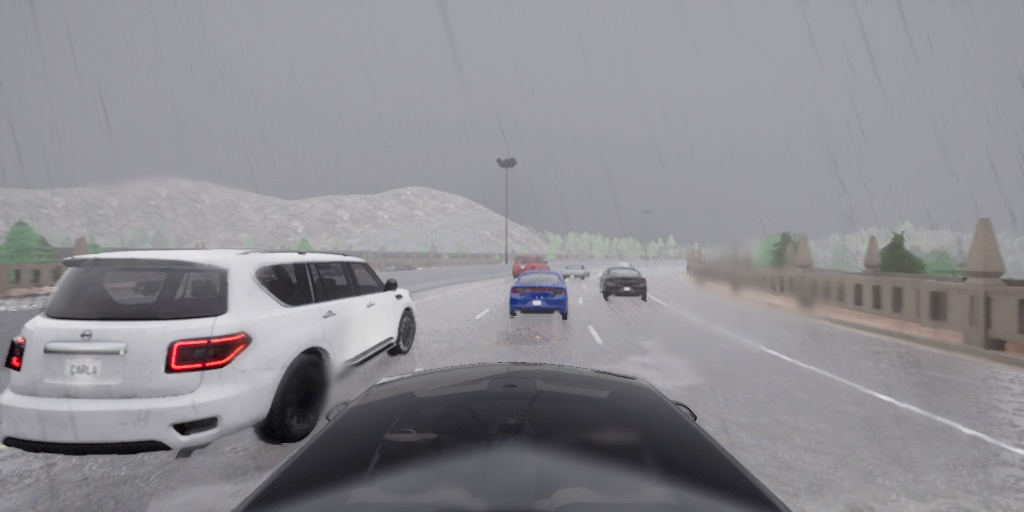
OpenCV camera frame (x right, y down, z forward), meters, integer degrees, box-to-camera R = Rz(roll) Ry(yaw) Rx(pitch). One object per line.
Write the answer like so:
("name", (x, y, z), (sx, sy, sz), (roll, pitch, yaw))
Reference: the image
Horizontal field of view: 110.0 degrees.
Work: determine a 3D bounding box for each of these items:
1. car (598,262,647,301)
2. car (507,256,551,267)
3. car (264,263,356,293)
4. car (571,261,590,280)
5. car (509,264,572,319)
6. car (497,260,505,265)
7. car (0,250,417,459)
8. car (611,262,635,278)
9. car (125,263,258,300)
("car", (5.397, 1.272, 17.818), (1.882, 1.535, 5.008), (0, 0, 11))
("car", (1.712, 1.009, 30.984), (2.150, 2.045, 5.566), (0, 0, 19))
("car", (-11.845, 1.200, 21.552), (2.128, 1.511, 4.902), (0, 0, 12))
("car", (5.794, 1.411, 32.064), (1.895, 1.301, 4.718), (0, 0, 20))
("car", (1.060, 1.245, 13.107), (1.882, 1.535, 5.008), (0, 0, 7))
("car", (-0.710, 1.328, 58.417), (1.812, 1.442, 4.674), (0, 0, 32))
("car", (-3.217, 0.958, 5.457), (2.150, 2.045, 5.566), (0, 0, 2))
("car", (11.228, 1.367, 36.051), (1.812, 1.442, 4.674), (0, 0, 24))
("car", (-15.986, 1.161, 18.369), (1.882, 1.535, 5.008), (0, 0, 10))
